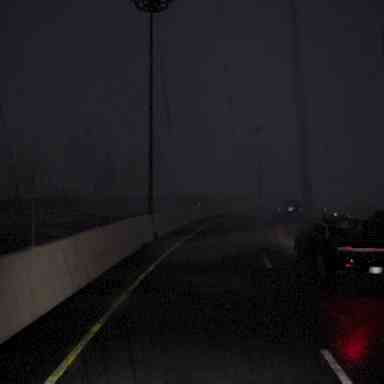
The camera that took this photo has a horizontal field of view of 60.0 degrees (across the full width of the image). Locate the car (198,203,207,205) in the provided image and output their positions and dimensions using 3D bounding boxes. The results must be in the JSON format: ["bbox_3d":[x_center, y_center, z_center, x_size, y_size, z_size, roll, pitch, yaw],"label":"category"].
[{"bbox_3d":[1.359,1.228,47.969,2.150,2.045,5.566,0,0,28],"label":"car"}]

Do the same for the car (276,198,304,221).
[{"bbox_3d":[8.175,1.382,27.543,2.097,1.767,4.553,0,0,17],"label":"car"}]

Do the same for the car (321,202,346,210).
[{"bbox_3d":[12.285,1.571,28.876,1.812,1.442,4.674,0,0,19],"label":"car"}]

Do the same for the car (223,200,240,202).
[{"bbox_3d":[5.678,1.567,48.766,2.033,1.411,5.357,0,0,29],"label":"car"}]

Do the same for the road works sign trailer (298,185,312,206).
[{"bbox_3d":[19.601,0.536,57.595,2.380,3.560,2.880,0,0,40],"label":"road works sign trailer"}]

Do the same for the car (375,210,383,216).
[{"bbox_3d":[8.025,1.251,11.648,2.150,2.045,5.566,0,0,8],"label":"car"}]

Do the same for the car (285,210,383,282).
[{"bbox_3d":[4.313,1.507,9.735,2.128,1.511,4.902,0,0,6],"label":"car"}]
